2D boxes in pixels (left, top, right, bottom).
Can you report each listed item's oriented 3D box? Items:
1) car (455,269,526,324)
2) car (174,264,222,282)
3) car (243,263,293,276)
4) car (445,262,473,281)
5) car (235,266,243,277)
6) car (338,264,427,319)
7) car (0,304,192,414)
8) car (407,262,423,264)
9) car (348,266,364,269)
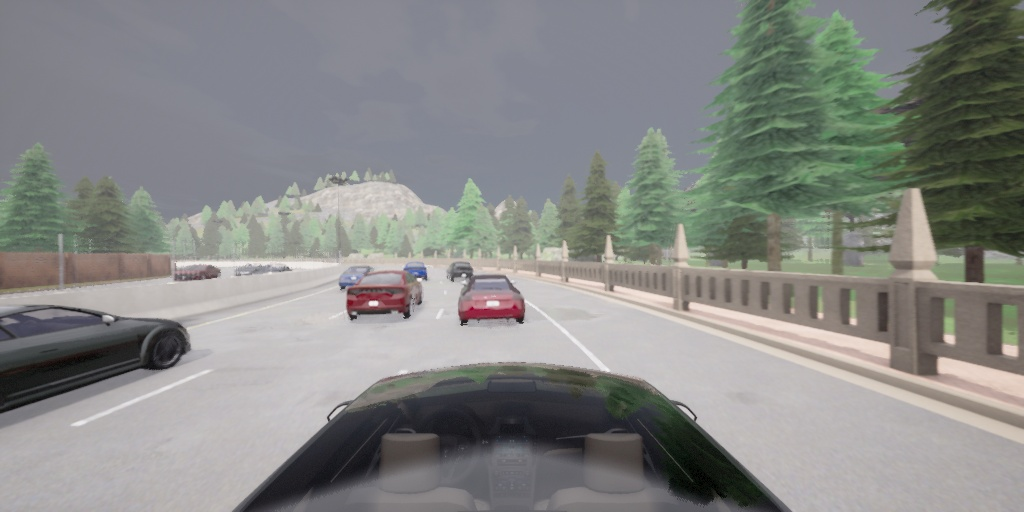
[{"bbox_3d":[-0.755,1.295,11.997,1.994,1.385,4.181,-1,0,-6],"label":"car"},{"bbox_3d":[-26.938,1.447,30.869,1.882,1.535,5.008,-1,0,-20],"label":"car"},{"bbox_3d":[-18.671,1.377,28.175,2.128,1.511,4.902,-1,0,-18],"label":"car"},{"bbox_3d":[-4.325,1.228,29.562,1.837,1.490,4.892,0,0,-16],"label":"car"},{"bbox_3d":[-24.217,1.425,33.603,2.128,1.511,4.902,-1,0,-21],"label":"car"},{"bbox_3d":[-4.407,1.246,13.030,1.882,1.535,5.008,-1,0,-7],"label":"car"},{"bbox_3d":[-7.147,1.383,5.193,1.994,1.385,4.181,-1,0,-3],"label":"car"},{"bbox_3d":[-8.428,1.242,31.141,1.882,1.535,5.008,-1,0,-17],"label":"car"},{"bbox_3d":[-9.809,1.348,23.292,2.033,1.411,5.357,-1,0,-14],"label":"car"}]
